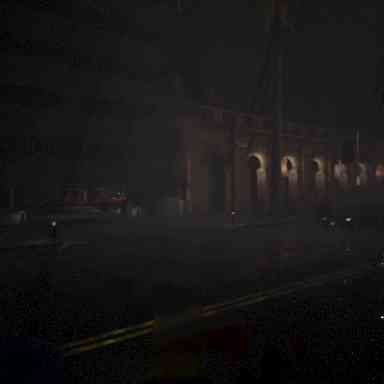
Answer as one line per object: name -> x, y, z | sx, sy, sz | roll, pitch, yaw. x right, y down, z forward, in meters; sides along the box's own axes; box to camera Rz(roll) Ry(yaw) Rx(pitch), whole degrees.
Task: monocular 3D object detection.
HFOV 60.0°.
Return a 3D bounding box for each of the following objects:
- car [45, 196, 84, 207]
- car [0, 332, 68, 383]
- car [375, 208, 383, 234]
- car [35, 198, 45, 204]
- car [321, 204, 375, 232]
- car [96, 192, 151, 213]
car -> -18.354, 1.470, 48.412 | 4.718, 1.301, 1.895 | 0, 0, -36
car -> -3.081, 1.539, 1.727 | 4.674, 1.442, 1.812 | 0, 0, -34
car -> 11.328, 1.441, 16.559 | 4.674, 1.442, 1.812 | 0, 0, -36
car -> -24.818, 1.436, 58.054 | 4.786, 1.482, 2.161 | 0, 0, -36
car -> 9.596, 1.444, 19.627 | 4.674, 1.442, 1.812 | 0, 0, -36
car -> -6.838, 1.004, 33.912 | 5.566, 2.045, 2.435 | 0, 0, -36
